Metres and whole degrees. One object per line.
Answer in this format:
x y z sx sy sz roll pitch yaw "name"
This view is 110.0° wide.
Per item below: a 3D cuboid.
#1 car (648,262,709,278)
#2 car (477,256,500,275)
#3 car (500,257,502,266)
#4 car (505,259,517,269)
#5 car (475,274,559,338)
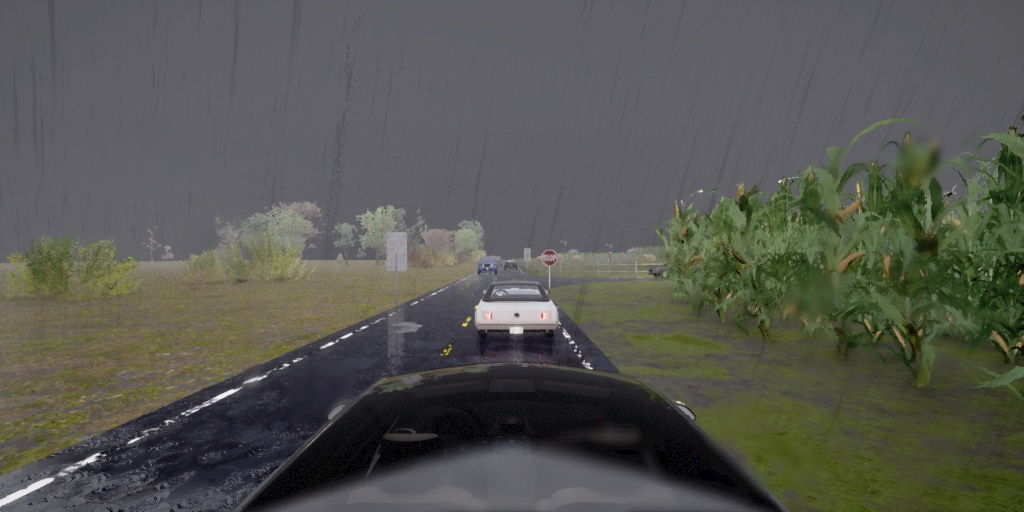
14.400 1.139 31.156 4.892 1.490 1.837 -1 -1 -1 "car"
-2.760 0.996 40.660 2.150 2.045 5.566 0 0 -3 "car"
-3.154 1.304 64.095 2.128 1.511 4.902 0 0 0 "car"
-0.170 1.276 55.947 1.882 1.535 5.008 0 0 -1 "car"
0.103 1.354 10.145 1.895 1.301 4.718 0 0 0 "car"
